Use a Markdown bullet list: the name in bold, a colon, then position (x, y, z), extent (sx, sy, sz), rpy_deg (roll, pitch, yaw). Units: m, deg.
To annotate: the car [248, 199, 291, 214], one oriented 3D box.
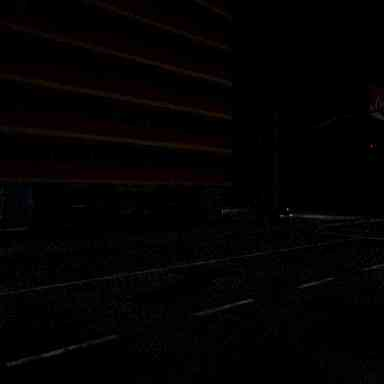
- **car**: position (8.145, 1.491, 35.316), extent (2.128, 1.511, 4.902), rpy_deg (0, 0, -36)
